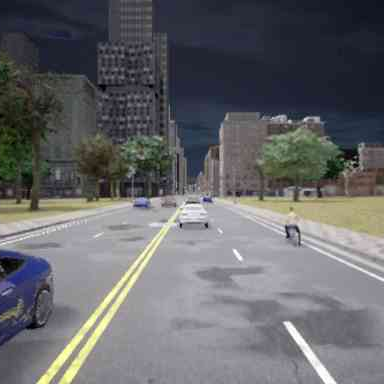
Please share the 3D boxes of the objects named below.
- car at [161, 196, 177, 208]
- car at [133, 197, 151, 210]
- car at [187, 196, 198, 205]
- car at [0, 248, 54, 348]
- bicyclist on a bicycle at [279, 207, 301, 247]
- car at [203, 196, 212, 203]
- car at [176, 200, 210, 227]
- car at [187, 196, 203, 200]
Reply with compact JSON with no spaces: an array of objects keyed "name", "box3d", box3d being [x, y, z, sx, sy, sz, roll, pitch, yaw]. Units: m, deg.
[{"name":"car","box3d":[-3.311,1.346,48.255,2.097,1.767,4.553,0,0,0]},{"name":"car","box3d":[-6.571,1.469,44.137,1.882,1.535,5.008,0,0,0]},{"name":"car","box3d":[0.111,1.483,59.493,1.882,1.535,5.008,0,0,0]},{"name":"car","box3d":[-3.350,1.521,4.207,1.812,1.442,4.674,0,0,0]},{"name":"bicyclist on a bicycle","box3d":[4.146,1.428,13.945,0.866,1.612,1.509,0,0,0]},{"name":"car","box3d":[3.265,1.499,72.112,1.882,1.535,5.008,0,0,0]},{"name":"car","box3d":[0.105,1.515,22.503,1.812,1.442,4.674,0,0,0]},{"name":"car","box3d":[0.108,1.495,40.590,1.837,1.490,4.892,0,0,0]}]
